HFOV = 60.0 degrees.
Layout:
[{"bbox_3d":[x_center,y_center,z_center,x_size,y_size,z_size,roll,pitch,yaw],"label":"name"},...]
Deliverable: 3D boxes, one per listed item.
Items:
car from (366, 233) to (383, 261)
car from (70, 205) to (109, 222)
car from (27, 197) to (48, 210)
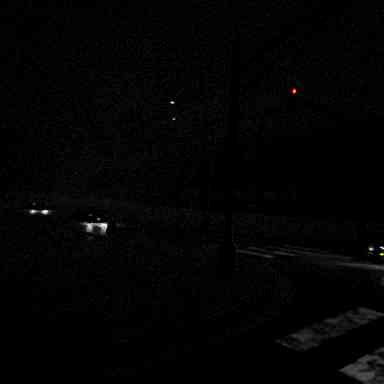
[{"bbox_3d":[8.876,1.822,11.793,4.892,1.490,1.837,0,3,4],"label":"car"},{"bbox_3d":[-9.054,1.835,28.999,2.033,1.411,5.357,4,-3,-36],"label":"car"},{"bbox_3d":[-21.861,1.585,47.052,2.097,1.767,4.553,4,-1,-35],"label":"car"}]
